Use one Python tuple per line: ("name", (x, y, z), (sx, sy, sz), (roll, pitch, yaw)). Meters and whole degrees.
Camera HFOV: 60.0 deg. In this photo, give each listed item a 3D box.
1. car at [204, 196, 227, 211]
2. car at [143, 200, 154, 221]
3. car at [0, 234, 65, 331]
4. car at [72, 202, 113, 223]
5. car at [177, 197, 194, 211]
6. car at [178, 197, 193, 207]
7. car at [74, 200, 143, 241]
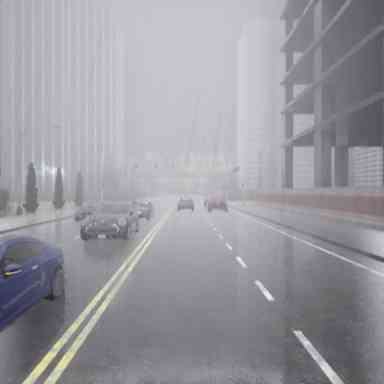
("car", (2.795, 1.262, 38.324), (2.097, 1.767, 4.553), (0, 0, -1))
("car", (-4.117, 1.429, 26.796), (2.128, 1.511, 4.902), (0, 0, -1))
("car", (-3.660, 1.513, 5.631), (1.812, 1.442, 4.674), (0, 0, -1))
("car", (-7.508, 1.508, 25.536), (1.994, 1.385, 4.181), (0, 0, -1))
("car", (-0.722, 1.397, 39.255), (2.128, 1.511, 4.902), (0, 0, -1))
("car", (-0.949, 1.450, 48.488), (1.994, 1.385, 4.181), (0, 0, -1))
("car", (-3.906, 1.314, 16.460), (2.097, 1.767, 4.553), (0, 0, -1))
